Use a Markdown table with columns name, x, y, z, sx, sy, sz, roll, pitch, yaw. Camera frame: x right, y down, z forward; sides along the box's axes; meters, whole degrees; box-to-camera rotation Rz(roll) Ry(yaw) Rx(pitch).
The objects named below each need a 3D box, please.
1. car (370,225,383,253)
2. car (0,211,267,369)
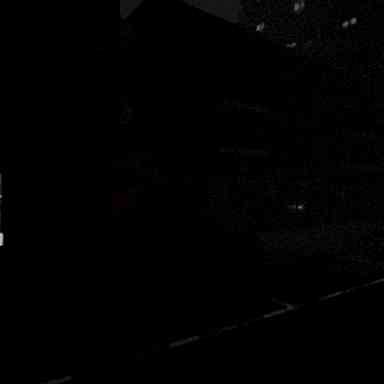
| name | x | y | z | sx | sy | sz | roll | pitch | yaw |
| --- | --- | --- | --- | --- | --- | --- | --- | --- | --- |
| car | 8.433 | 1.599 | 12.562 | 4.403 | 1.369 | 2.008 | 0 | 1 | -35 |
| car | -0.817 | 1.324 | 5.953 | 5.009 | 1.841 | 2.192 | 0 | 1 | -35 |
